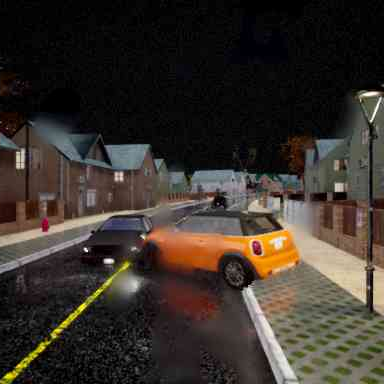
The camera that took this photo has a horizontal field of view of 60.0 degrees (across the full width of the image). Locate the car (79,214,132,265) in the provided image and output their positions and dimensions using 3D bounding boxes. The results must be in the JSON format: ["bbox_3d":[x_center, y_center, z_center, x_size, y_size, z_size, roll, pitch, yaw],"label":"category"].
[{"bbox_3d":[-2.322,1.529,11.952,2.033,1.411,5.357,0,0,0],"label":"car"}]

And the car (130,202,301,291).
[{"bbox_3d":[0.549,1.314,9.313,2.097,1.767,4.553,-3,1,-44],"label":"car"}]

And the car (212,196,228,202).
[{"bbox_3d":[3.706,1.280,44.153,1.812,1.442,4.674,0,1,11],"label":"car"}]
